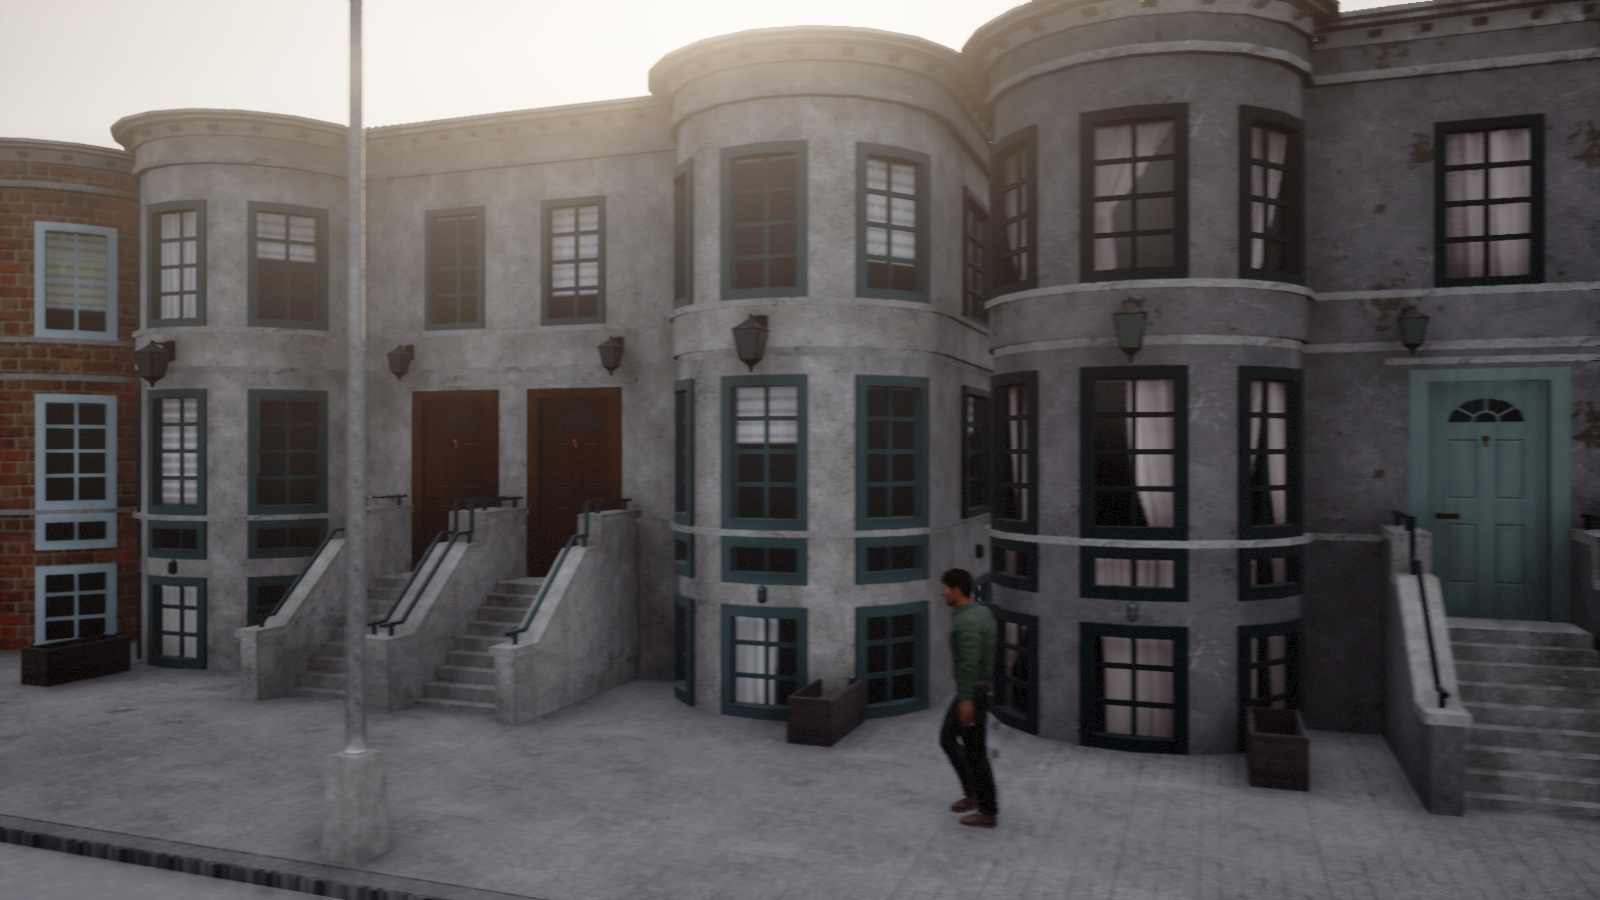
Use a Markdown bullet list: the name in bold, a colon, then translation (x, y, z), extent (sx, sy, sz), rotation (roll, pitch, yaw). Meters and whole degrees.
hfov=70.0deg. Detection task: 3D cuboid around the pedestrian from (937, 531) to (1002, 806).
- **pedestrian**: translation (1.209, 1.526, 8.137), extent (0.375, 1.860, 0.375), rotation (0, 0, 23)
